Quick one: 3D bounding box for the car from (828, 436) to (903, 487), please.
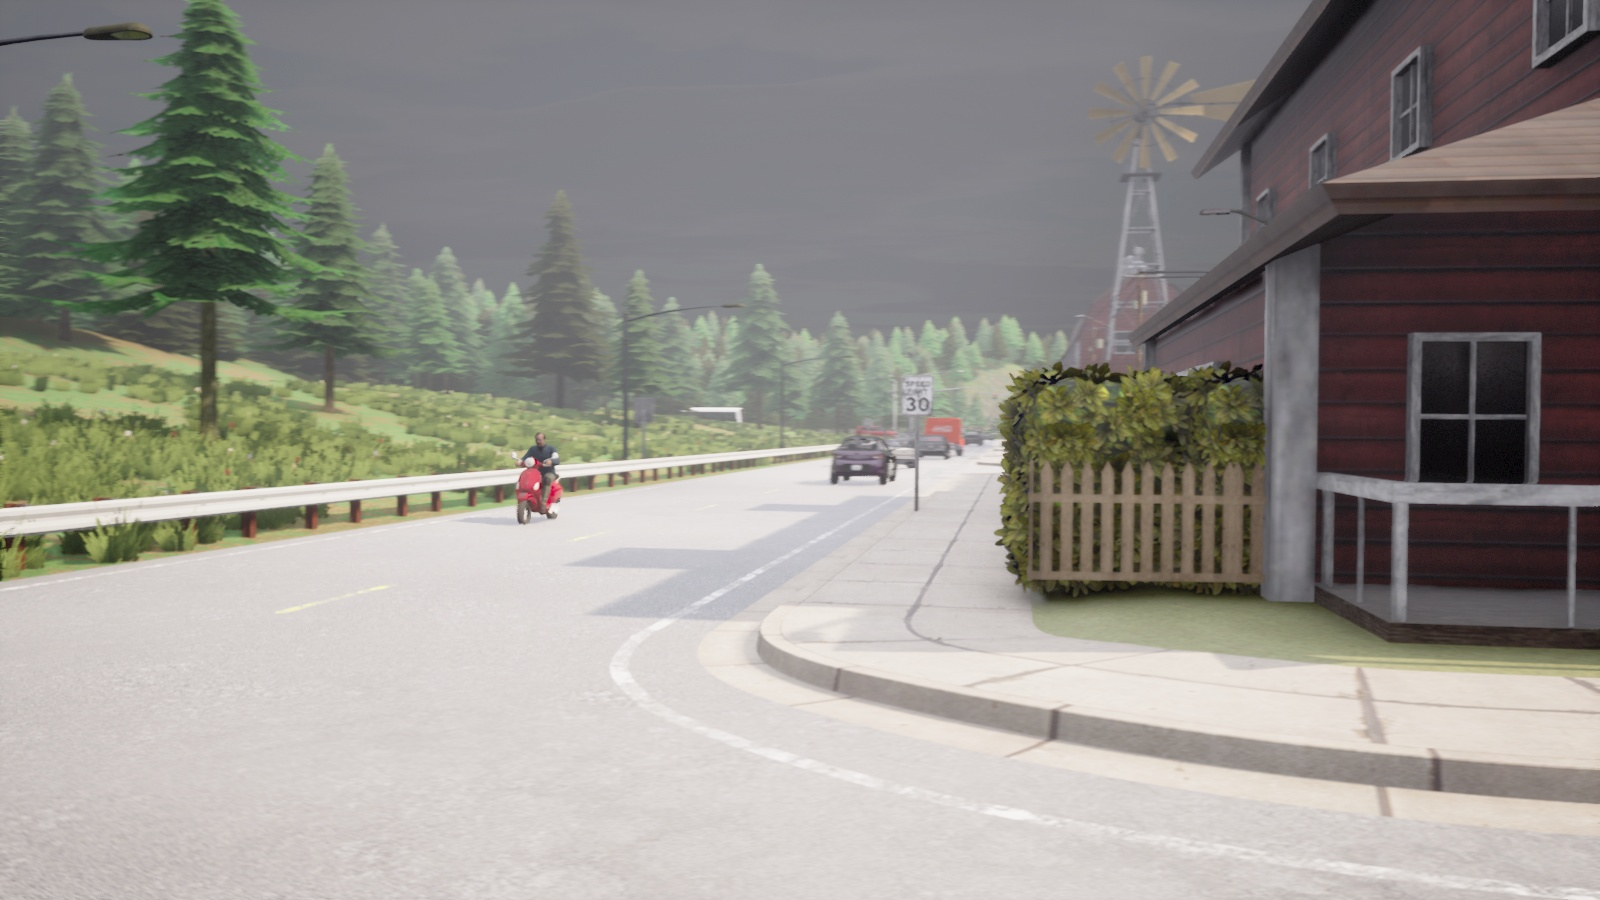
[{"bbox_3d":[2.126,0.313,39.640,1.816,1.474,4.193,1,1,10],"label":"car"}]

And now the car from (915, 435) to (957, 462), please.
[{"bbox_3d":[7.798,-0.114,71.727,2.033,1.411,5.357,1,1,10],"label":"car"}]

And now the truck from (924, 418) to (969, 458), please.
[{"bbox_3d":[9.642,-0.801,82.112,2.627,2.467,5.204,1,1,10],"label":"truck"}]

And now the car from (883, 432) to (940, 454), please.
[{"bbox_3d":[8.151,-0.543,91.540,2.128,1.511,4.902,1,1,32],"label":"car"}]

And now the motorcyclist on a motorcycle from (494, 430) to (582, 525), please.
[{"bbox_3d":[-4.551,0.447,21.967,0.866,1.590,1.817,1,1,10],"label":"motorcyclist on a motorcycle"}]

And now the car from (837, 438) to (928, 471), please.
[{"bbox_3d":[3.535,0.165,54.552,1.895,1.301,4.718,0,1,-25],"label":"car"}]
